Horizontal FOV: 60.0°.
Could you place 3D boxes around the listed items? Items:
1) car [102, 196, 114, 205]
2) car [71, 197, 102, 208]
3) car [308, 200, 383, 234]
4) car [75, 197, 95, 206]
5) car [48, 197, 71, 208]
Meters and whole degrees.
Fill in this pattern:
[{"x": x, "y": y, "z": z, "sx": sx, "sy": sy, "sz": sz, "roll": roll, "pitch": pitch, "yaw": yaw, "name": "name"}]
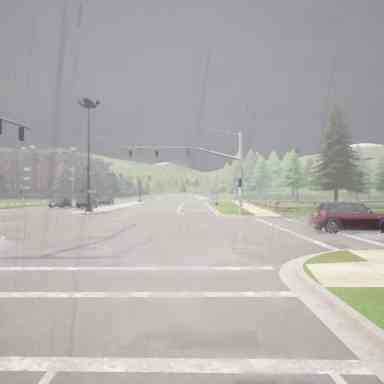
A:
[{"x": -14.920, "y": 1.505, "z": 58.203, "sx": 1.837, "sy": 1.490, "sz": 4.892, "roll": 0, "pitch": 0, "yaw": 0, "name": "car"}, {"x": -14.938, "y": 1.547, "z": 47.558, "sx": 2.033, "sy": 1.411, "sz": 5.357, "roll": 0, "pitch": 0, "yaw": 0, "name": "car"}, {"x": 9.030, "y": 1.352, "z": 18.672, "sx": 4.553, "sy": 1.767, "sz": 2.097, "roll": 0, "pitch": 0, "yaw": -1, "name": "car"}, {"x": -18.421, "y": 1.564, "z": 57.494, "sx": 1.994, "sy": 1.385, "sz": 4.181, "roll": 0, "pitch": 0, "yaw": 0, "name": "car"}, {"x": -18.448, "y": 1.492, "z": 46.662, "sx": 2.128, "sy": 1.511, "sz": 4.902, "roll": 0, "pitch": 0, "yaw": 0, "name": "car"}]
